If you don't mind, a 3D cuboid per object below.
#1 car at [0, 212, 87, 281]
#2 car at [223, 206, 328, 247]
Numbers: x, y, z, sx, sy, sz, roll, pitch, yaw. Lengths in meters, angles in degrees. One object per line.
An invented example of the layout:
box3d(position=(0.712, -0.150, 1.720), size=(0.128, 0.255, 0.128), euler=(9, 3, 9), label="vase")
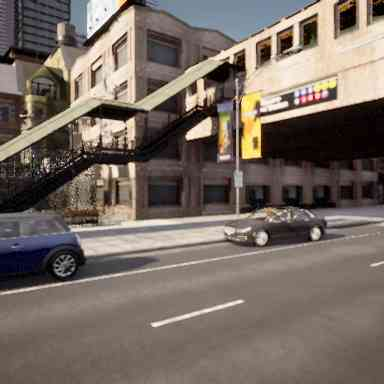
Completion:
box3d(position=(-5.108, 1.351, 8.259), size=(4.553, 1.767, 2.185), euler=(-1, 0, -36), label="car")
box3d(position=(3.682, 1.399, 14.493), size=(4.892, 1.521, 2.231), euler=(0, 0, -26), label="car")
